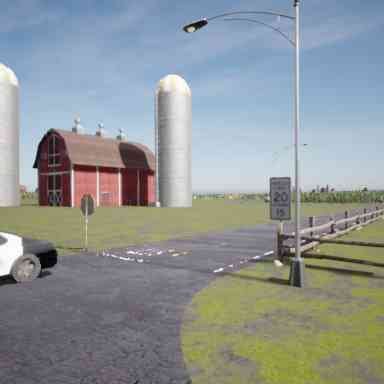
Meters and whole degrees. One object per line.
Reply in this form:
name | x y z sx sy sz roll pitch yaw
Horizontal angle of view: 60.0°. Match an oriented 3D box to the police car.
police car | -5.869 1.582 7.848 2.038 1.542 4.974 0 -2 35
